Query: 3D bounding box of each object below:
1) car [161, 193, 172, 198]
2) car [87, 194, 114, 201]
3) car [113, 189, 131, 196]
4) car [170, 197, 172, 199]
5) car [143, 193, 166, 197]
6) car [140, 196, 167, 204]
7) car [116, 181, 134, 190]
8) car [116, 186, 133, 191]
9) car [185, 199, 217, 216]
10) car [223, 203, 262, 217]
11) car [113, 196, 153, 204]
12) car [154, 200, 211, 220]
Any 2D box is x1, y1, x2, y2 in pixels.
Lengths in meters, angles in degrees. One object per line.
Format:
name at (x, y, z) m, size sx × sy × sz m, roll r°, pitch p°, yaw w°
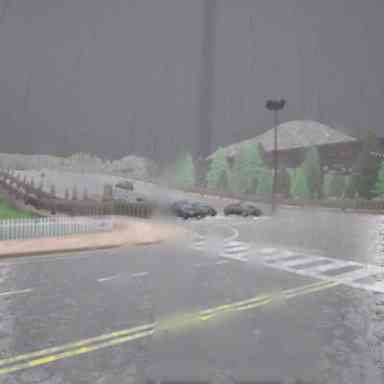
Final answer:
car at (-5.583, 0.773, 60.075) m, size 1.895 × 1.301 × 4.718 m, roll 1°, pitch 5°, yaw -37°
car at (-13.157, 1.067, 46.481) m, size 1.837 × 1.490 × 4.892 m, roll 1°, pitch 4°, yaw -37°
car at (-11.279, 0.834, 49.828) m, size 2.097 × 1.767 × 4.553 m, roll 1°, pitch 4°, yaw -36°
car at (-0.292, 1.663, 40.959) m, size 1.882 × 1.535 × 5.008 m, roll 1°, pitch 1°, yaw -37°
car at (-6.369, 1.244, 49.092) m, size 1.882 × 1.535 × 5.008 m, roll 1°, pitch 3°, yaw -37°
car at (-5.292, 1.614, 41.790) m, size 1.994 × 1.385 × 4.181 m, roll 1°, pitch 2°, yaw -37°
car at (-14.554, -1.403, 72.040) m, size 2.150 × 2.045 × 5.566 m, roll 1°, pitch 7°, yaw -37°
car at (-12.456, 0.403, 57.360) m, size 1.837 × 1.490 × 4.892 m, roll 1°, pitch 6°, yaw -36°
car at (0.678, 1.761, 33.844) m, size 1.994 × 1.385 × 4.181 m, roll 1°, pitch 0°, yaw -37°
car at (5.095, 1.800, 33.796) m, size 1.994 × 1.385 × 4.181 m, roll 1°, pitch 0°, yaw -37°
car at (-7.007, 1.617, 38.241) m, size 2.033 × 1.411 × 5.357 m, roll 1°, pitch 1°, yaw -37°
car at (-0.968, 1.713, 30.207) m, size 2.033 × 1.411 × 5.357 m, roll 1°, pitch 0°, yaw -37°
